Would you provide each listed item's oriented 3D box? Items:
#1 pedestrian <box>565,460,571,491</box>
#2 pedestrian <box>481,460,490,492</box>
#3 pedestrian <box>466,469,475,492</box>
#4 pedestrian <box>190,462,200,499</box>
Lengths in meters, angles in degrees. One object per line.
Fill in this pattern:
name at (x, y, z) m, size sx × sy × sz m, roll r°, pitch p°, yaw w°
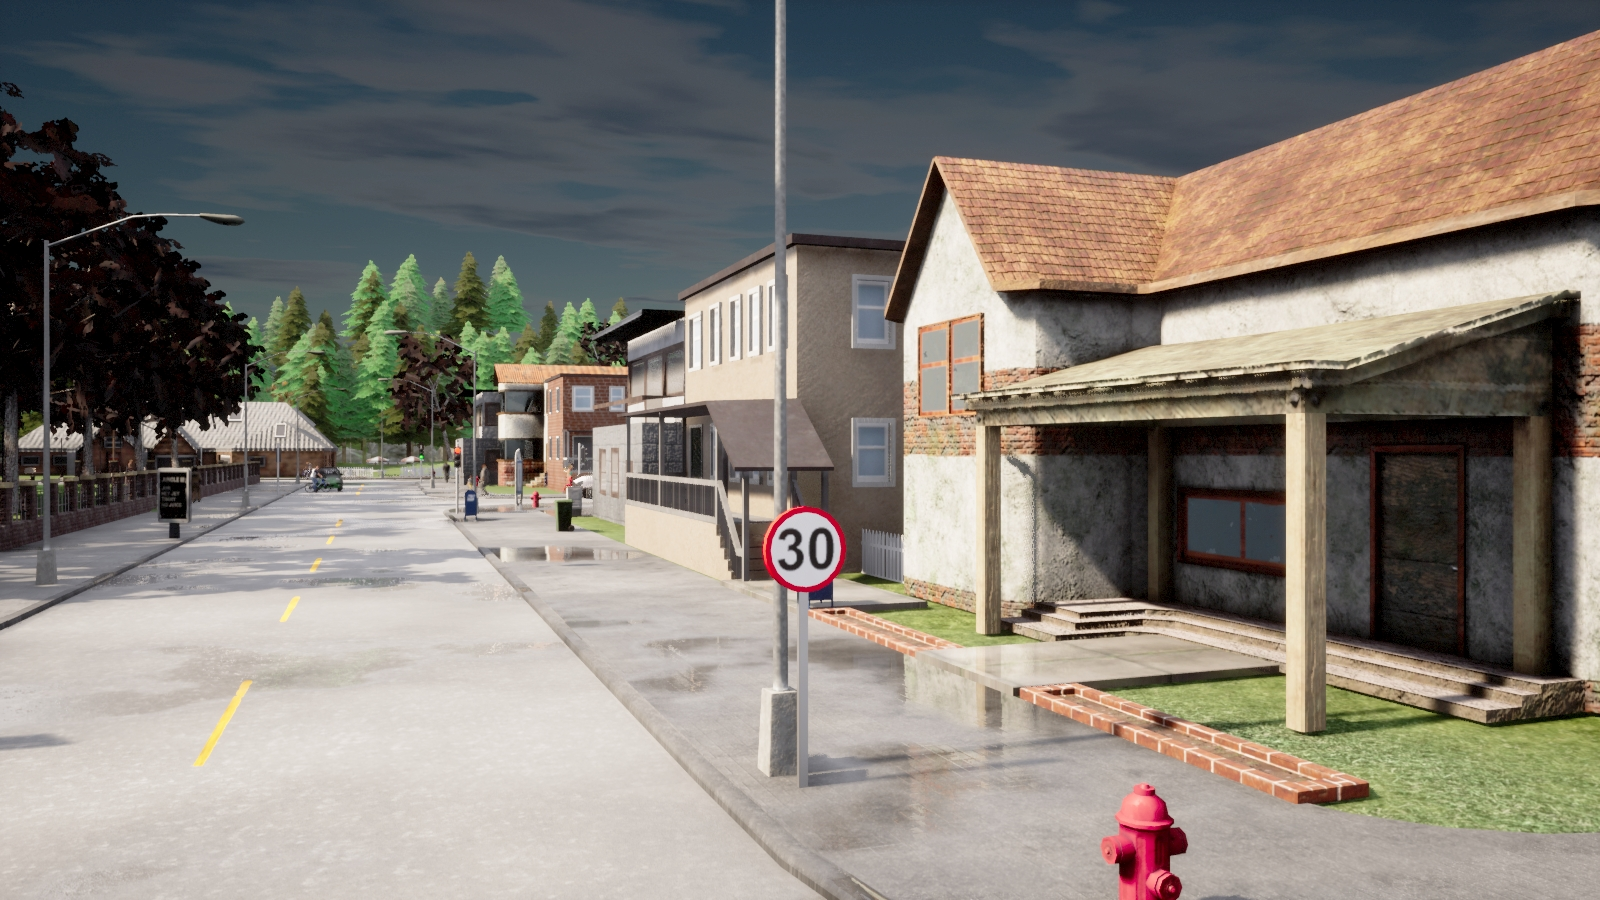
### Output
pedestrian at (-14.034, 1.516, 69.143) m, size 0.375 × 1.860 × 0.375 m, roll 0°, pitch 0°, yaw -9°
pedestrian at (-18.214, 1.516, 66.237) m, size 0.375 × 1.860 × 0.375 m, roll 0°, pitch 0°, yaw 11°
pedestrian at (-19.326, 1.797, 67.081) m, size 0.375 × 1.300 × 0.375 m, roll 0°, pitch 0°, yaw 10°
pedestrian at (-30.474, 1.525, 57.570) m, size 0.375 × 1.860 × 0.375 m, roll 0°, pitch 0°, yaw -20°
